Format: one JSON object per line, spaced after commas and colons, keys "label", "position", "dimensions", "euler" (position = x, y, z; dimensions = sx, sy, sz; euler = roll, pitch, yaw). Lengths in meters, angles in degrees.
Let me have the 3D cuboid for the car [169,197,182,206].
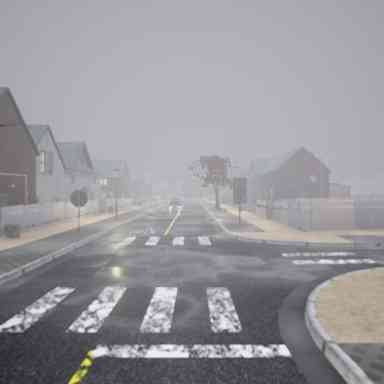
{"label": "car", "position": [-2.871, 1.618, 57.572], "dimensions": [1.837, 1.490, 4.892], "euler": [0, 0, 0]}
